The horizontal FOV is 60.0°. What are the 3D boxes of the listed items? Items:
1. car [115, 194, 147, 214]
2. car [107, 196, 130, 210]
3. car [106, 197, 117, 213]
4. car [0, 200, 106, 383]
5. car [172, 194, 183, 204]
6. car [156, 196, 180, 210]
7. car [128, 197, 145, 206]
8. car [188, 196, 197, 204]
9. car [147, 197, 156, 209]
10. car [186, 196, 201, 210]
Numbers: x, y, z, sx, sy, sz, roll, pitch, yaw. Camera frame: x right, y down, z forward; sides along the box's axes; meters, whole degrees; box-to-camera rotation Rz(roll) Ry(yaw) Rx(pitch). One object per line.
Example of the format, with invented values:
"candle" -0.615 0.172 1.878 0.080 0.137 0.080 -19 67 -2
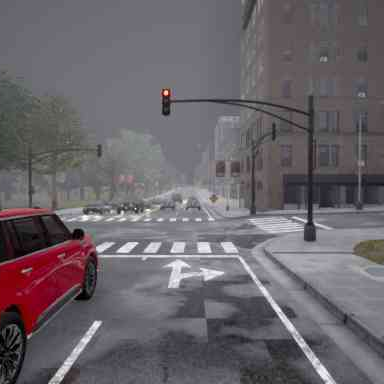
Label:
"car" -6.548 1.251 35.828 2.150 2.045 5.566 0 0 0
"car" -9.781 1.403 44.503 2.097 1.767 4.553 0 0 0
"car" -9.800 1.575 34.944 2.033 1.411 5.357 0 0 0
"car" -3.119 1.220 5.166 2.150 2.045 5.566 0 0 -2
"car" -3.078 1.336 68.060 2.150 2.045 5.566 0 0 1
"car" -3.087 1.596 43.817 2.033 1.411 5.357 0 0 0
"car" -9.737 1.584 58.768 2.128 1.511 4.902 0 0 0
"car" 0.183 1.621 69.887 1.837 1.490 4.892 0 0 0
"car" -6.533 1.580 45.749 1.812 1.442 4.674 0 0 0
"car" 0.166 1.596 44.005 2.033 1.411 5.357 0 0 0
